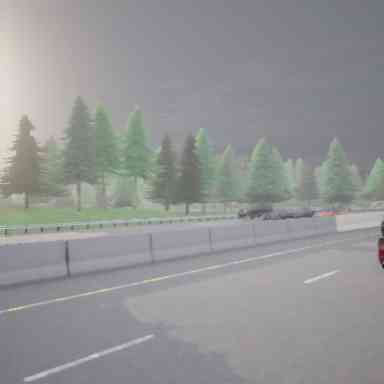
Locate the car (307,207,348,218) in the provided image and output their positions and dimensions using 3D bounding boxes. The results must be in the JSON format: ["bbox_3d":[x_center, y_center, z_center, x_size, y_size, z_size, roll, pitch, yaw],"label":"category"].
[{"bbox_3d":[14.970,2.400,35.795,4.553,1.767,2.097,0,-3,-38],"label":"car"}]

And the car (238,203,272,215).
[{"bbox_3d":[8.520,2.408,44.092,5.566,2.045,2.150,0,-3,-38],"label":"car"}]

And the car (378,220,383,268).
[{"bbox_3d":[8.054,1.731,11.359,5.008,1.535,1.882,1,-3,-43],"label":"car"}]

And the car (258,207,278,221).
[{"bbox_3d":[10.690,2.914,41.314,4.181,1.385,1.994,0,-3,-38],"label":"car"}]

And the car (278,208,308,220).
[{"bbox_3d":[12.817,2.618,38.547,5.357,1.411,2.033,0,-3,-38],"label":"car"}]
